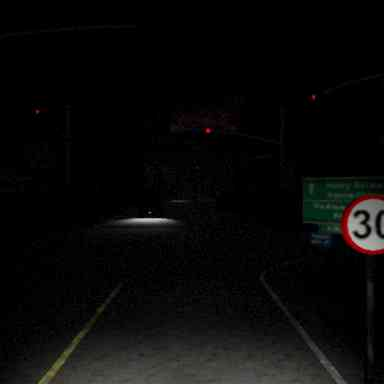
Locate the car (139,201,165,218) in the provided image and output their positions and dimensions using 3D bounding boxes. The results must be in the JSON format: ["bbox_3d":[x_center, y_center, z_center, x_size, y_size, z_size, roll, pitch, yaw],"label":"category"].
[{"bbox_3d":[-3.503,1.528,29.582,1.994,1.385,4.181,0,0,0],"label":"car"}]

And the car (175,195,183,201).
[{"bbox_3d":[-3.220,1.457,82.438,1.994,1.385,4.181,0,0,0],"label":"car"}]

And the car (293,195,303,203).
[{"bbox_3d":[22.681,1.486,67.470,1.970,1.475,3.806,0,0,0],"label":"car"}]

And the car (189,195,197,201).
[{"bbox_3d":[0.287,1.456,84.459,1.994,1.385,4.181,0,0,0],"label":"car"}]
